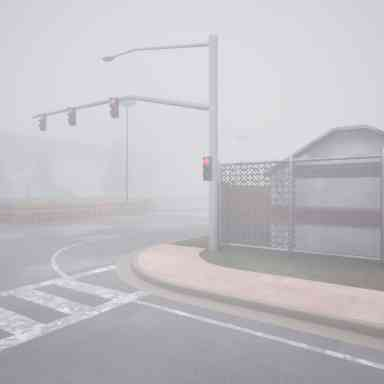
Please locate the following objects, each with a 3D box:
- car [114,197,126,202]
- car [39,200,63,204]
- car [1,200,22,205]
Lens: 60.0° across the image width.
[{"bbox_3d":[-9.523,1.505,49.293,1.837,1.490,4.892,0,0,34],"label":"car"},{"bbox_3d":[-14.964,1.564,34.864,1.994,1.385,4.181,0,0,34],"label":"car"},{"bbox_3d":[-20.018,1.547,33.603,2.033,1.411,5.357,0,0,34],"label":"car"}]
